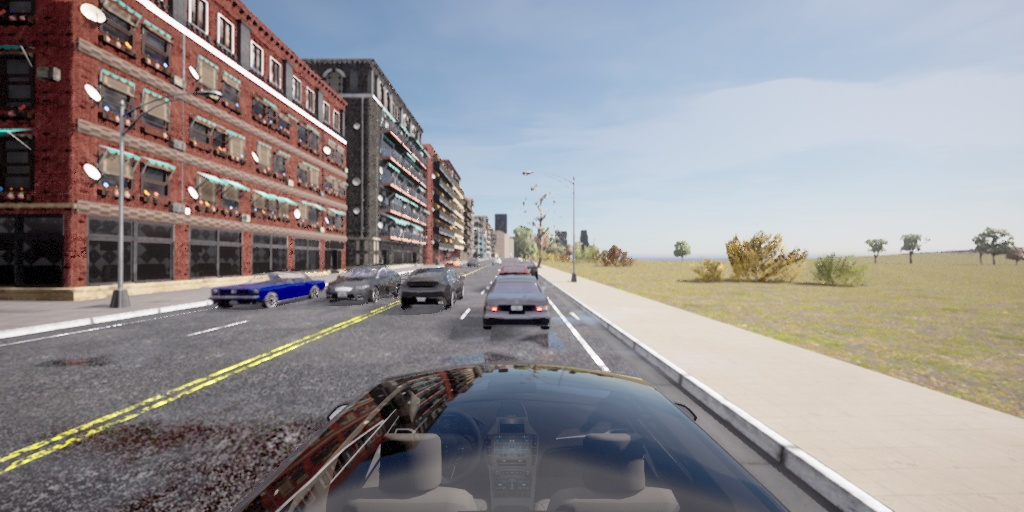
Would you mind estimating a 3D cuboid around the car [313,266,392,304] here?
[{"bbox_3d":[-6.567,1.223,16.356,2.128,1.511,4.902,0,0,0],"label":"car"}]

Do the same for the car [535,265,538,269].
[{"bbox_3d":[1.209,1.189,31.053,1.882,1.535,5.008,0,0,0],"label":"car"}]

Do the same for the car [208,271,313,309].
[{"bbox_3d":[-9.820,1.334,14.860,1.895,1.301,4.718,0,0,0],"label":"car"}]

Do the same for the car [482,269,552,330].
[{"bbox_3d":[0.123,1.286,11.076,2.033,1.411,5.357,0,0,0],"label":"car"}]

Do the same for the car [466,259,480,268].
[{"bbox_3d":[-6.432,1.175,59.983,1.837,1.490,4.892,0,0,0],"label":"car"}]

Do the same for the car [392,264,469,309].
[{"bbox_3d":[-3.119,1.238,14.761,1.837,1.490,4.892,0,0,0],"label":"car"}]

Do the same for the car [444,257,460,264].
[{"bbox_3d":[-9.690,1.021,58.337,2.097,1.767,4.553,0,0,0],"label":"car"}]

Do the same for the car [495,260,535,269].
[{"bbox_3d":[0.151,1.202,21.616,1.882,1.535,5.008,0,0,0],"label":"car"}]
